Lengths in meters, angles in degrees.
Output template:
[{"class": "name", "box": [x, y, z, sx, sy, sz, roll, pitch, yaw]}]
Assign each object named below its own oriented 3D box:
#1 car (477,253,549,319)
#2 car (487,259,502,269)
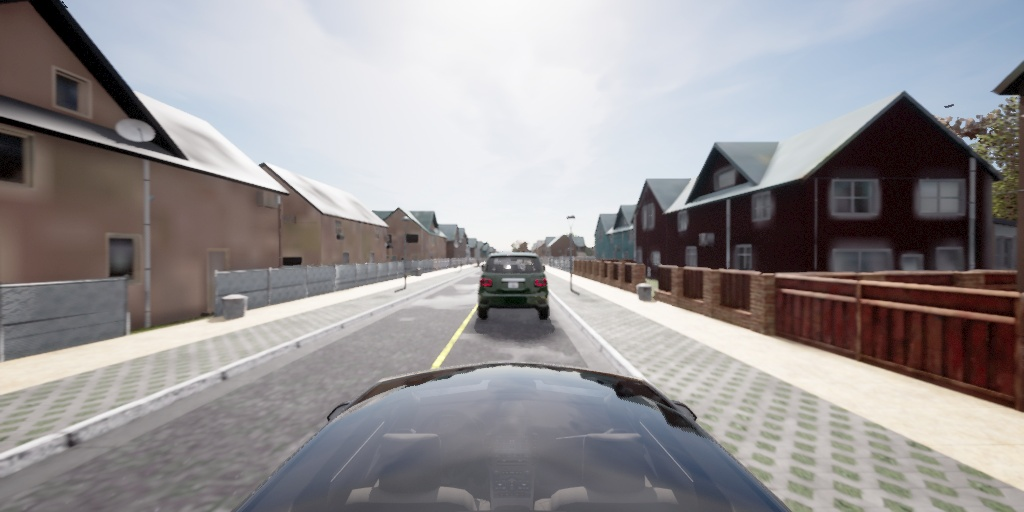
[{"class": "car", "box": [0.054, 0.936, 12.654, 2.150, 2.045, 5.566, 0, -1, 0]}, {"class": "car", "box": [-2.780, 1.231, 56.902, 2.033, 1.411, 5.357, 0, 0, 1]}]
